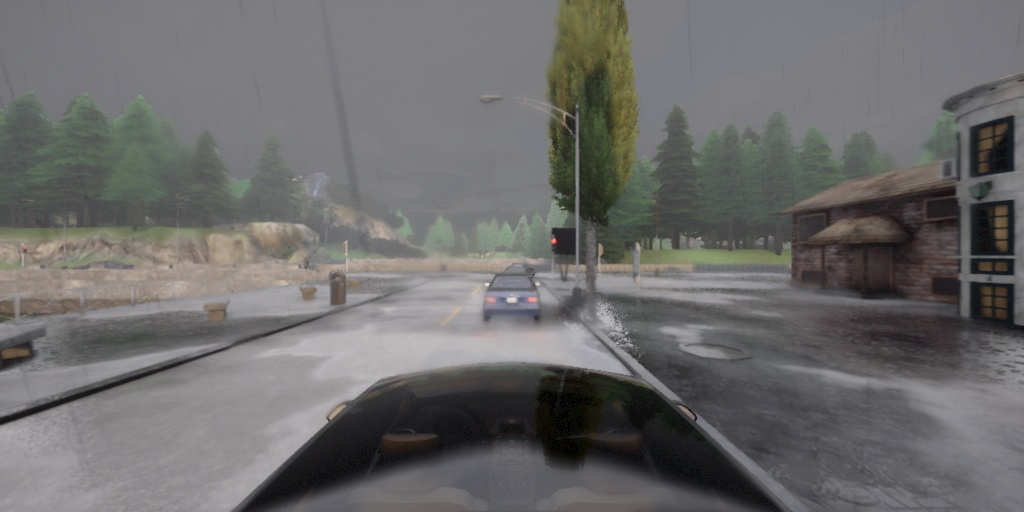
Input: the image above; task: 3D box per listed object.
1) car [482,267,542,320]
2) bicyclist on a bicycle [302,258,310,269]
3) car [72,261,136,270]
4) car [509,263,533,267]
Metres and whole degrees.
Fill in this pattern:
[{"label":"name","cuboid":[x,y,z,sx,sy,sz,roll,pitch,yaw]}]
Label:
[{"label":"car","cuboid":[0.023,1.275,12.461,2.033,1.411,5.357,0,0,0]},{"label":"bicyclist on a bicycle","cuboid":[-24.511,1.013,42.761,0.582,1.620,1.656,0,0,0]},{"label":"car","cuboid":[-43.713,1.220,38.472,5.357,1.411,2.033,0,0,0]},{"label":"car","cuboid":[0.707,1.255,29.749,1.994,1.385,4.181,0,0,14]}]
